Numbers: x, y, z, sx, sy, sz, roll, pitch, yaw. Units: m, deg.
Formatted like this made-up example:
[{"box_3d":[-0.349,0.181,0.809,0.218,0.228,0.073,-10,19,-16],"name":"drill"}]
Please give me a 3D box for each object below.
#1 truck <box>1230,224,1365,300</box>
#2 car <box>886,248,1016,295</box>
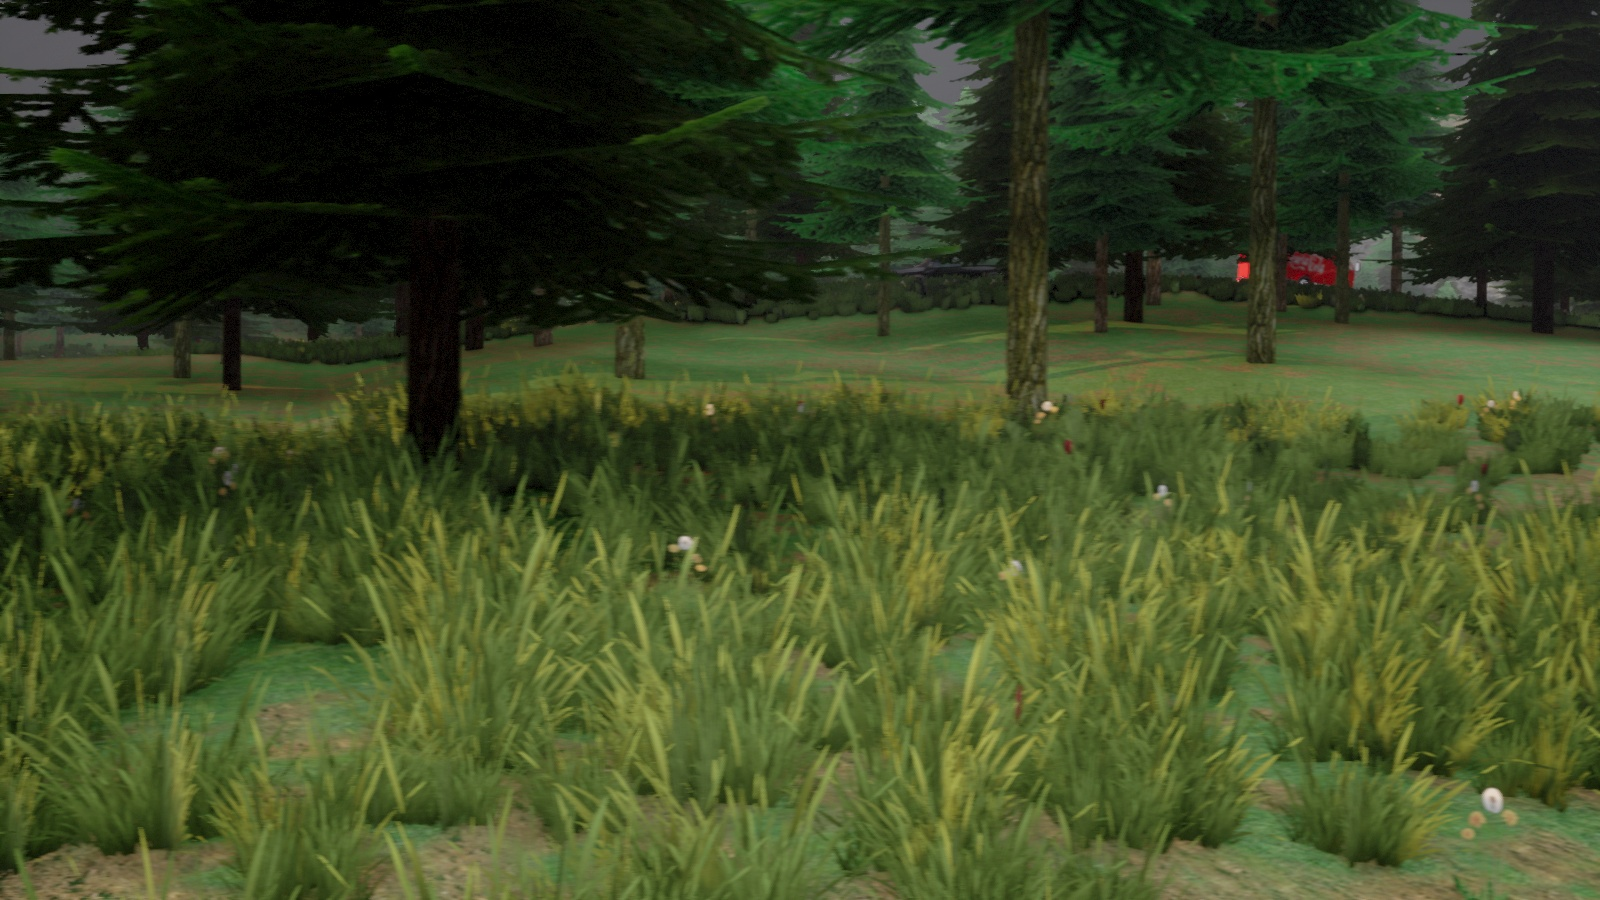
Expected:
[{"box_3d":[21.234,-7.936,53.546,5.204,2.467,2.627,1,0,-30],"name":"truck"},{"box_3d":[5.824,-6.928,48.796,4.718,1.301,1.895,-4,1,-2],"name":"car"}]
